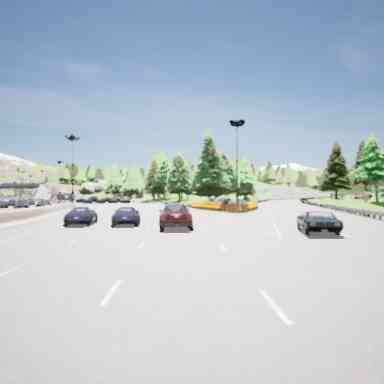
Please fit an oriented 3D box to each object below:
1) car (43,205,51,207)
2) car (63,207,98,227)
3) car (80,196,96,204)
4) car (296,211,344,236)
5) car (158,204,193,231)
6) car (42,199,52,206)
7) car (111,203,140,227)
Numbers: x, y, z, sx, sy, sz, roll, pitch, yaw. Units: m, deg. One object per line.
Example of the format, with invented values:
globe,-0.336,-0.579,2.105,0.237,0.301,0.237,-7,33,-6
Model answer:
car,-28.008,2.298,62.786,2.033,1.411,5.357,0,-1,-19
car,-8.615,1.863,25.995,1.994,1.385,4.181,0,-1,-7
car,-28.296,2.543,90.594,2.128,1.511,4.902,0,-1,-28
car,7.339,1.754,19.592,1.895,1.301,4.718,0,-1,10
car,-1.196,1.580,22.727,2.097,1.767,4.553,0,-1,-6
car,-33.773,2.472,77.518,2.033,1.411,5.357,0,-1,-23
car,-5.054,1.842,25.705,1.994,1.385,4.181,0,-1,-7
